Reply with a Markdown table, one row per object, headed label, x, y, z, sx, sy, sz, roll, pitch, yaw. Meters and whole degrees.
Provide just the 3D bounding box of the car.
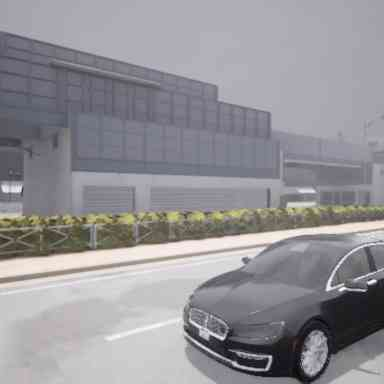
| label | x | y | z | sx | sy | sz | roll | pitch | yaw |
| --- | --- | --- | --- | --- | --- | --- | --- | --- | --- |
| car | 2.121 | 1.510 | 5.522 | 4.892 | 1.490 | 1.837 | 0 | 0 | -36 |
